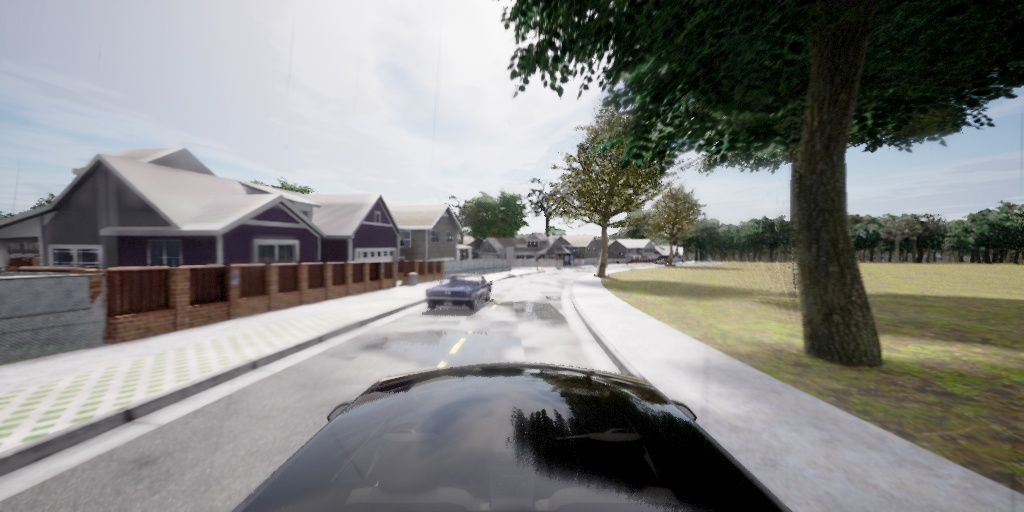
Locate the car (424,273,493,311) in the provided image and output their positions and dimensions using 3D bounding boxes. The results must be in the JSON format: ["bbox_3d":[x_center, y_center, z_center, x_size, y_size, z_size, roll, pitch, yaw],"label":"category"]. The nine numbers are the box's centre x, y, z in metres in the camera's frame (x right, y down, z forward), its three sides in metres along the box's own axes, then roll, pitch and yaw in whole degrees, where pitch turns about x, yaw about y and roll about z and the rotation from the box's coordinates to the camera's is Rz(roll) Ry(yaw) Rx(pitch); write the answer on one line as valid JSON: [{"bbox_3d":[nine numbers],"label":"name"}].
[{"bbox_3d":[-2.055,1.414,14.979,1.895,1.301,4.718,0,0,6],"label":"car"}]
